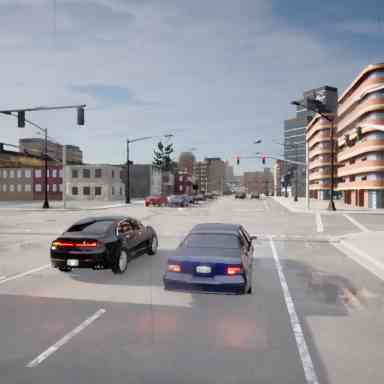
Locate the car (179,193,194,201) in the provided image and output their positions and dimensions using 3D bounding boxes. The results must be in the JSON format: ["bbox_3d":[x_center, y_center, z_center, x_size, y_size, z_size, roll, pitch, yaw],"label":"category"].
[{"bbox_3d":[-1.152,1.073,69.237,2.033,1.411,5.357,0,1,11],"label":"car"}]

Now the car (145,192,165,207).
[{"bbox_3d":[-5.169,1.080,49.305,2.150,2.045,5.566,0,1,11],"label":"car"}]

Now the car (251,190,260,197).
[{"bbox_3d":[16.320,0.464,85.594,2.097,1.767,4.553,0,1,11],"label":"car"}]

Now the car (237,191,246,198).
[{"bbox_3d":[12.964,0.552,86.667,2.097,1.767,4.553,0,1,11],"label":"car"}]

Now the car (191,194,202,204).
[{"bbox_3d":[-0.204,1.235,56.341,2.128,1.511,4.902,0,1,11],"label":"car"}]

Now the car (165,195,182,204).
[{"bbox_3d":[-3.270,1.238,58.863,1.812,1.442,4.674,0,1,12],"label":"car"}]

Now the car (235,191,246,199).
[{"bbox_3d":[11.072,0.902,77.014,1.994,1.385,4.181,0,1,11],"label":"car"}]

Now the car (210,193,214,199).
[{"bbox_3d":[3.786,0.862,76.232,1.882,1.535,5.008,0,1,11],"label":"car"}]

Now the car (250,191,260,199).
[{"bbox_3d":[14.320,0.881,75.389,2.128,1.511,4.902,0,1,11],"label":"car"}]

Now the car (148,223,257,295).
[{"bbox_3d":[0.705,1.547,8.902,2.033,1.411,5.357,0,0,11],"label":"car"}]

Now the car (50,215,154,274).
[{"bbox_3d":[-2.513,1.505,10.645,1.837,1.490,4.892,0,0,11],"label":"car"}]

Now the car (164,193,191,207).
[{"bbox_3d":[-1.961,1.223,47.430,2.097,1.767,4.553,0,1,11],"label":"car"}]

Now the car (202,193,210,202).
[{"bbox_3d":[1.747,1.119,65.991,2.033,1.411,5.357,0,1,12],"label":"car"}]
